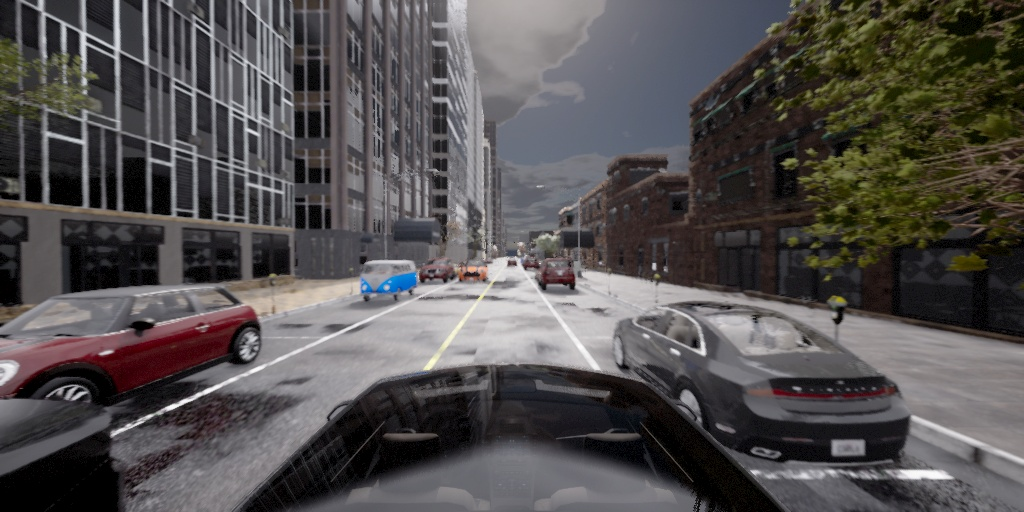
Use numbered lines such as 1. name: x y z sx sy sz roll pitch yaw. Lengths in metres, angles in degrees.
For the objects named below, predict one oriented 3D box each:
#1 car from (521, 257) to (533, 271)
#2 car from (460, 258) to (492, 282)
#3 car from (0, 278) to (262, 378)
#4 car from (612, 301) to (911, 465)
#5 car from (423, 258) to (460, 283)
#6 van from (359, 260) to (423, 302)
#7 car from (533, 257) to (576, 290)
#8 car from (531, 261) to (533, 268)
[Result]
1. car: 2.703 1.060 50.068 2.192 1.841 5.009 0 0 0
2. car: -2.993 1.100 28.784 2.097 1.767 4.553 0 0 0
3. car: -5.702 1.192 5.075 1.967 1.591 4.097 0 0 0
4. car: 2.702 1.300 5.056 2.007 1.370 4.403 0 0 0
5. car: -5.684 1.065 27.942 2.192 1.841 5.009 0 0 0
6. van: -5.687 1.092 16.873 1.690 1.789 3.998 0 0 0
7. car: 2.695 1.062 22.395 2.192 1.841 5.009 0 0 0
8. car: 2.697 1.273 28.100 1.751 1.417 4.829 0 0 0
